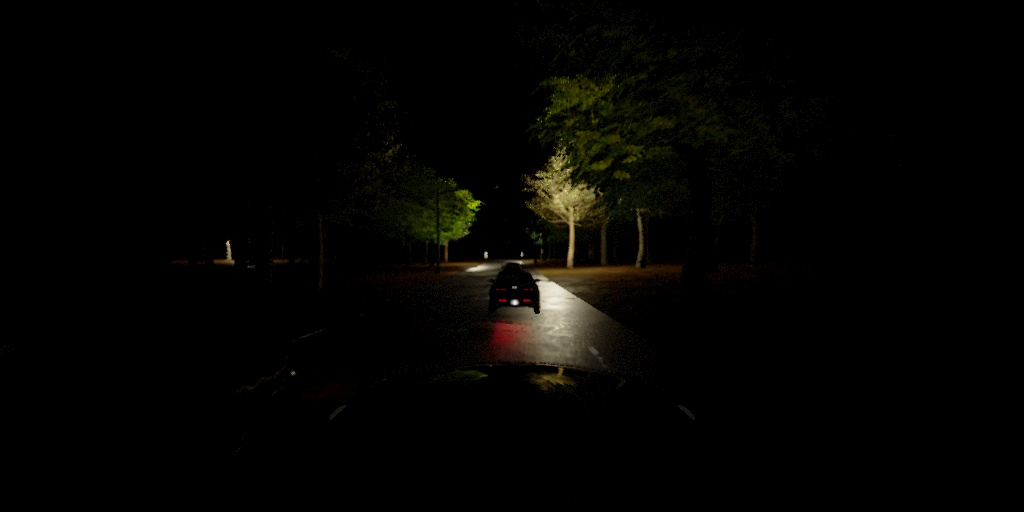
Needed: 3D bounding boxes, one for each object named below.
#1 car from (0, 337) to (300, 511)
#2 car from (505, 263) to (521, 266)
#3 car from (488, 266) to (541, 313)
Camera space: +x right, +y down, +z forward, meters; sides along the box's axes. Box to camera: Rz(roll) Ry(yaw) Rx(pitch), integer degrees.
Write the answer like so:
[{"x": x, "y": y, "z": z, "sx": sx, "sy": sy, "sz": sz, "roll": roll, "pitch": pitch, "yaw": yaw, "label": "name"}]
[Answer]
[{"x": -3.500, "y": 1.299, "z": 1.983, "sx": 2.033, "sy": 1.411, "sz": 5.357, "roll": 0, "pitch": 0, "yaw": 0, "label": "car"}, {"x": 0.104, "y": 1.334, "z": 32.443, "sx": 1.837, "sy": 1.490, "sz": 4.892, "roll": 0, "pitch": 0, "yaw": 0, "label": "car"}, {"x": 0.098, "y": 1.320, "z": 14.442, "sx": 1.837, "sy": 1.490, "sz": 4.892, "roll": 0, "pitch": 0, "yaw": 0, "label": "car"}]
